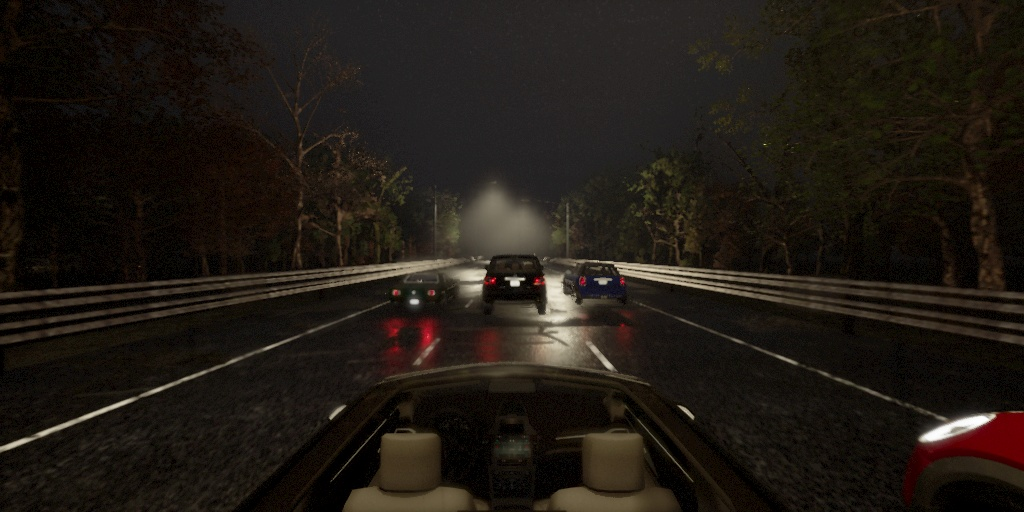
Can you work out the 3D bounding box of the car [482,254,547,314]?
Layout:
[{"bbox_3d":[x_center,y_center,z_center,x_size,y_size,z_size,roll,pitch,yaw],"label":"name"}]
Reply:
[{"bbox_3d":[0.095,0.936,13.776,2.150,2.045,5.566,0,0,0],"label":"car"}]

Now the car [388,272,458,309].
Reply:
[{"bbox_3d":[-3.405,1.312,14.758,1.895,1.301,4.718,0,0,0],"label":"car"}]

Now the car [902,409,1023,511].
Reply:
[{"bbox_3d":[3.601,1.106,0.404,2.097,1.767,4.553,0,0,0],"label":"car"}]

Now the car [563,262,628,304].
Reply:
[{"bbox_3d":[3.593,1.059,16.265,2.097,1.767,4.553,0,0,0],"label":"car"}]
